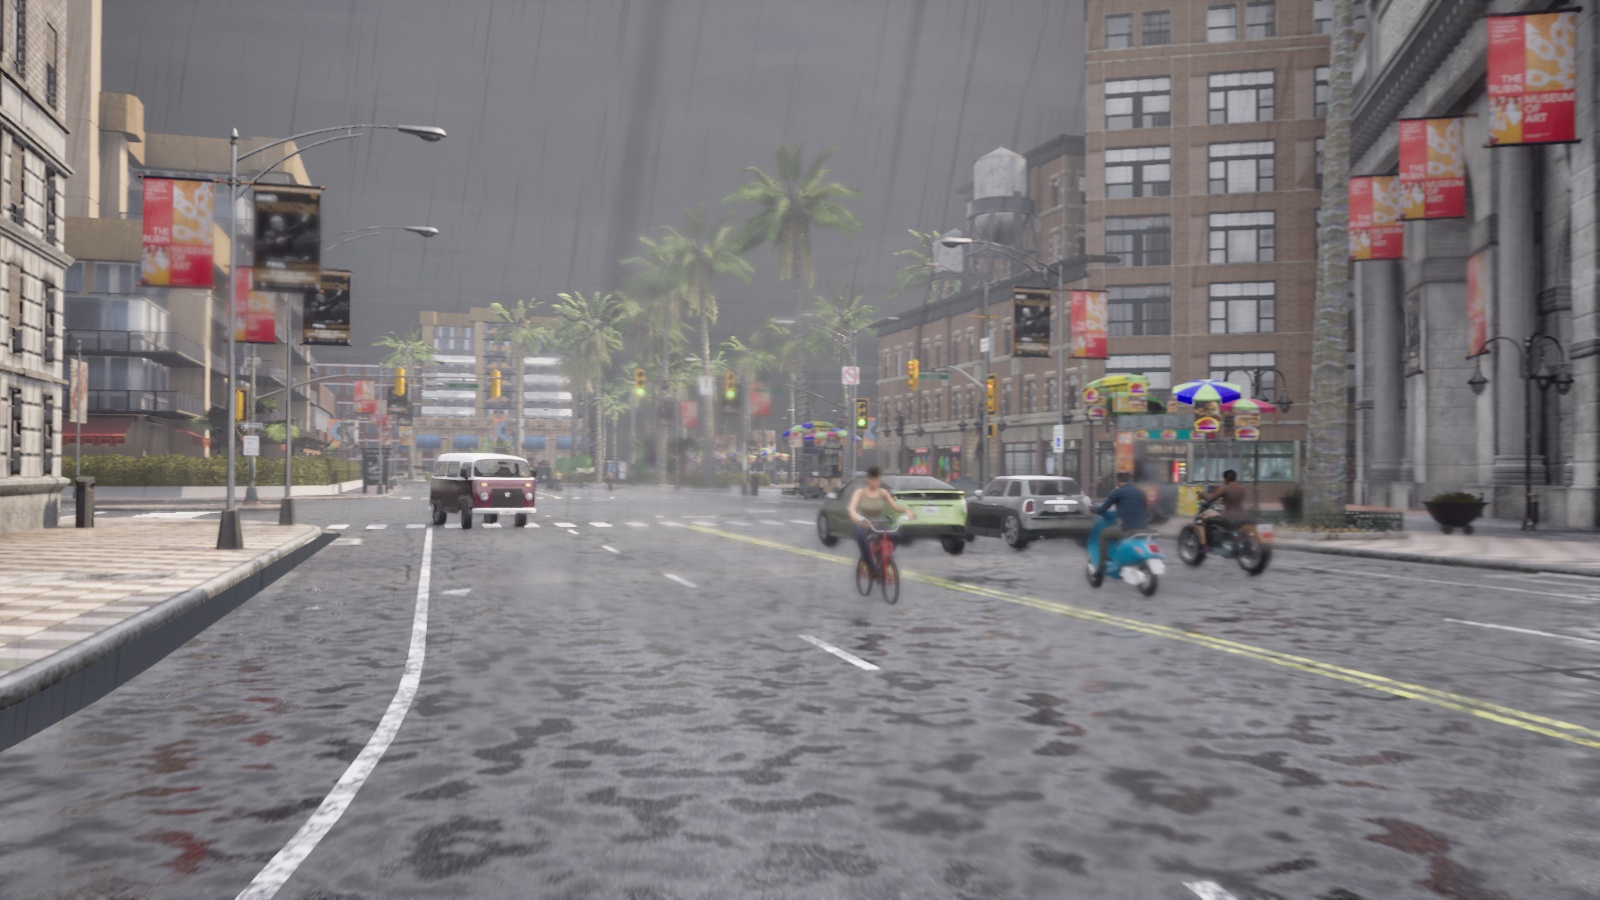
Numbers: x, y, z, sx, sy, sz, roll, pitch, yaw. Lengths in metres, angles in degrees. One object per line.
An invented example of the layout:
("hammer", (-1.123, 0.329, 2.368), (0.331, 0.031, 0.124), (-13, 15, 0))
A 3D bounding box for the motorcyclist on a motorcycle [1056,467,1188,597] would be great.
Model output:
("motorcyclist on a motorcycle", (4.178, 1.023, 16.446), (0.866, 1.590, 1.817), (0, -1, -16))

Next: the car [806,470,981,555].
("car", (1.741, 1.173, 25.055), (2.007, 1.525, 4.514), (0, -1, -16))

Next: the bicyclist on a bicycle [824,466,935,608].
("bicyclist on a bicycle", (0.930, 1.000, 15.132), (0.866, 1.612, 1.509), (0, -1, -16))

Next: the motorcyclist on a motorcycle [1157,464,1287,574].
("motorcyclist on a motorcycle", (6.735, 1.070, 20.211), (0.766, 1.649, 2.350), (0, -1, -16))

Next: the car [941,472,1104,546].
("car", (4.718, 1.211, 27.155), (1.970, 1.475, 3.806), (0, -1, -16))

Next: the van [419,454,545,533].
("van", (-8.853, 1.163, 34.673), (2.069, 2.038, 4.480), (1, -1, -32))
